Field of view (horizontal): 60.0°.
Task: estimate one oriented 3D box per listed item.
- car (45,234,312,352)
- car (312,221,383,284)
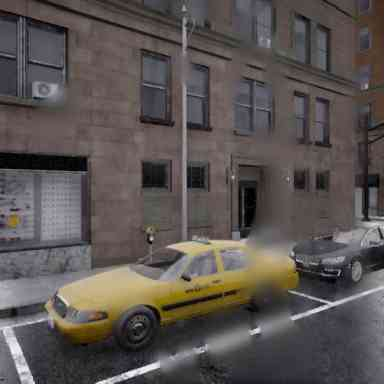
[{"bbox_3d":[-0.051,1.525,6.147,4.829,1.417,1.752,0,0,-35],"label":"car"},{"bbox_3d":[4.585,1.550,9.444,4.403,1.369,2.008,0,0,-35],"label":"car"}]
